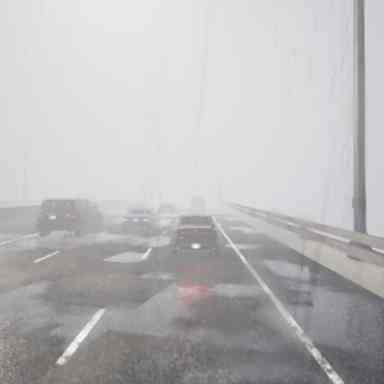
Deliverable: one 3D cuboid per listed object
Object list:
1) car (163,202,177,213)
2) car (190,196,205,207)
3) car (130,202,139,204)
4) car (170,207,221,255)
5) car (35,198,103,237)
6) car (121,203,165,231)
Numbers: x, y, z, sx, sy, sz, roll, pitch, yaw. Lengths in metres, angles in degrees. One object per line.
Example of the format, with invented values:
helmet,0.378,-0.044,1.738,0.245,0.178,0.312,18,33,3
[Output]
car,-2.934,1.860,40.179,1.994,1.385,4.181,0,0,1
car,0.866,1.623,51.838,2.150,2.045,5.566,0,0,2
car,-6.460,1.888,39.499,1.895,1.301,4.718,0,0,1
car,0.154,1.600,13.793,1.837,1.490,4.892,0,0,0
car,-6.802,1.348,19.011,2.150,2.045,5.566,0,0,1
car,-3.265,1.697,21.945,2.033,1.411,5.357,0,0,1
